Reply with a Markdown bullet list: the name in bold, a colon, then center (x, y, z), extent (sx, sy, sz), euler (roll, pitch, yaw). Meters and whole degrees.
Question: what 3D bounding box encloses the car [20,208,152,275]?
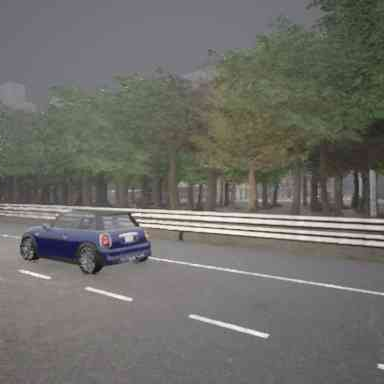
- **car**: center (-3.514, 1.354, 10.681), extent (4.553, 1.767, 2.097), euler (0, 0, 36)
